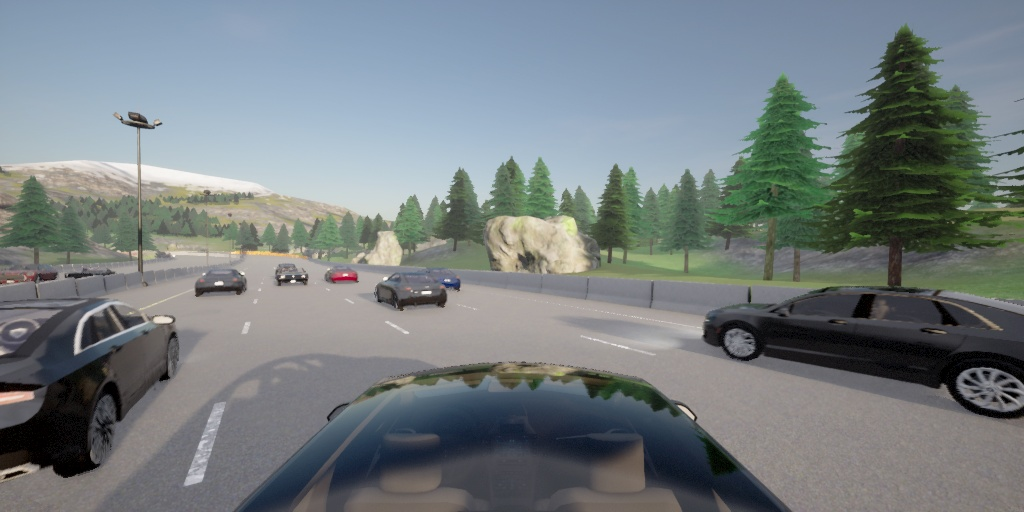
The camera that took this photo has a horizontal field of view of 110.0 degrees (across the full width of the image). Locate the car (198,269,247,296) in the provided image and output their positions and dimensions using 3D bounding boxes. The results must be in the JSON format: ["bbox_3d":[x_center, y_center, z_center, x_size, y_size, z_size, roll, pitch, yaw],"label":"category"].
[{"bbox_3d":[-16.188,1.392,20.084,1.994,1.385,4.181,0,0,-34],"label":"car"}]

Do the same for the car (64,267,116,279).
[{"bbox_3d":[-36.253,1.615,30.913,1.895,1.301,4.718,0,-1,-34],"label":"car"}]

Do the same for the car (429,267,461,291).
[{"bbox_3d":[-4.741,1.370,21.884,1.994,1.385,4.181,0,0,-34],"label":"car"}]

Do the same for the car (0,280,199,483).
[{"bbox_3d":[-5.398,1.234,4.054,2.128,1.511,4.902,0,0,-34],"label":"car"}]

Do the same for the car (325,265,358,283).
[{"bbox_3d":[-13.976,1.456,29.336,1.994,1.385,4.181,0,-1,-34],"label":"car"}]

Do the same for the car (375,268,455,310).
[{"bbox_3d":[-4.295,1.335,14.952,1.994,1.385,4.181,0,0,-34],"label":"car"}]

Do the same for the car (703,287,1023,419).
[{"bbox_3d":[5.887,1.261,6.094,1.837,1.490,4.892,0,-1,-34],"label":"car"}]

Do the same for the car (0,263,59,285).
[{"bbox_3d":[-39.190,1.407,29.009,2.097,1.767,4.553,0,-1,-34],"label":"car"}]

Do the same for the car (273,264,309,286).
[{"bbox_3d":[-16.341,1.480,26.582,1.895,1.301,4.718,0,-1,-34],"label":"car"}]
